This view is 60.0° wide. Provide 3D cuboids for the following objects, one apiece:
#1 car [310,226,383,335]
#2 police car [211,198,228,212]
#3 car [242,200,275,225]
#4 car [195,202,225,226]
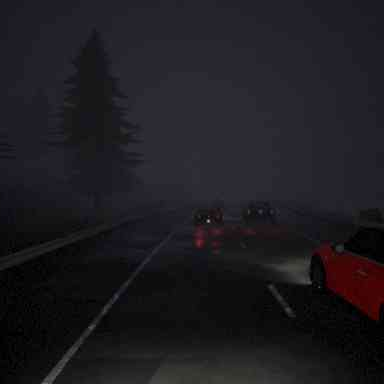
[{"bbox_3d":[3.744,1.368,5.871,2.097,1.767,4.553,0,0,1],"label":"car"},{"bbox_3d":[3.379,1.514,41.301,1.930,1.638,5.238,0,0,9],"label":"police car"},{"bbox_3d":[4.876,1.409,24.857,2.097,1.767,4.553,0,0,5],"label":"car"},{"bbox_3d":[1.288,1.652,24.234,1.895,1.301,4.718,0,0,5],"label":"car"}]
